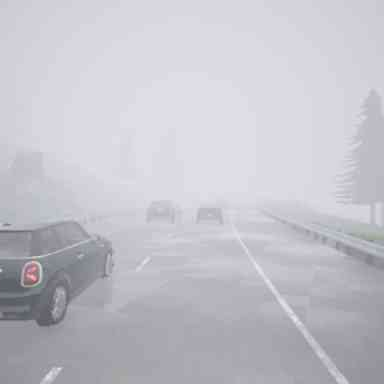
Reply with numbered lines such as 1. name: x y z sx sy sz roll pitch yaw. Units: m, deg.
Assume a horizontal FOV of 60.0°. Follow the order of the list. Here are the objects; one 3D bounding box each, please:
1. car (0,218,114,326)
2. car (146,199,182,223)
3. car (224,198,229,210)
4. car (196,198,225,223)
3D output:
1. car: -3.219 1.346 7.246 2.097 1.767 4.553 0 0 2
2. car: -2.064 1.345 25.717 2.097 1.767 4.553 0 0 5
3. car: 3.705 1.502 43.231 2.163 1.488 4.792 0 0 9
4. car: 1.412 1.476 25.382 1.882 1.535 5.008 0 0 5
